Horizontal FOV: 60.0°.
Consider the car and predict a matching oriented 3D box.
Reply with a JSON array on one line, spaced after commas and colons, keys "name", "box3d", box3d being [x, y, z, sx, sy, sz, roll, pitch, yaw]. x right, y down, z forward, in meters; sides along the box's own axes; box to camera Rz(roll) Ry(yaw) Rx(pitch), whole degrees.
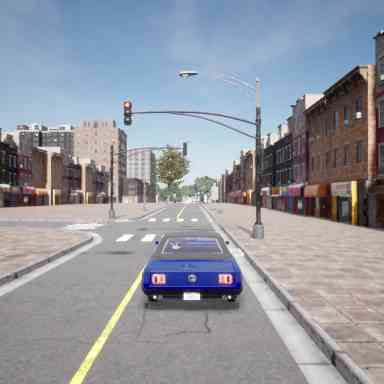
[{"name": "car", "box3d": [0.009, 1.612, 8.267, 1.895, 1.301, 4.718, 0, 0, 0]}]
